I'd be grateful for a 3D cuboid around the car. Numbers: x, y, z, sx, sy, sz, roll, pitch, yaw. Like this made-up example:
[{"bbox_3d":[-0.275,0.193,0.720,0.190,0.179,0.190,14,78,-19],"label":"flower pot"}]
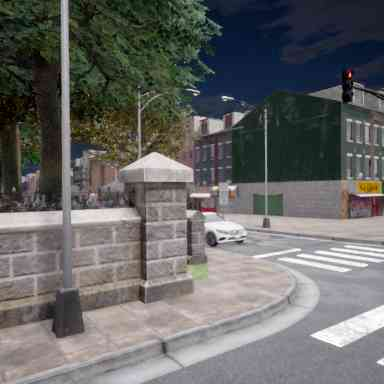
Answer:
[{"bbox_3d":[0.653,1.720,16.475,1.812,1.442,4.674,-1,0,-36],"label":"car"}]
